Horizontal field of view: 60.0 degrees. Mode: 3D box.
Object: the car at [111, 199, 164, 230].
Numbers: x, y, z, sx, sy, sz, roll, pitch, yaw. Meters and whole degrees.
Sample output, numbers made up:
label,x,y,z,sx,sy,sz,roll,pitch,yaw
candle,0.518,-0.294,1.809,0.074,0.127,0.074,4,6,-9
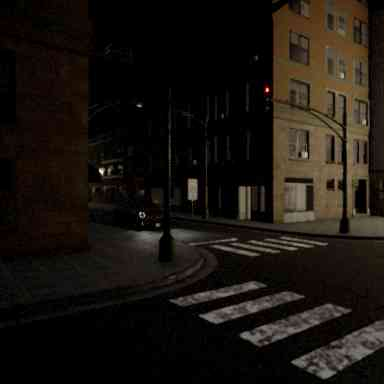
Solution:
label,x,y,z,sx,sy,sz,roll,pitch,yaw
car,-3.191,1.249,20.289,2.097,1.767,4.553,0,0,-36
